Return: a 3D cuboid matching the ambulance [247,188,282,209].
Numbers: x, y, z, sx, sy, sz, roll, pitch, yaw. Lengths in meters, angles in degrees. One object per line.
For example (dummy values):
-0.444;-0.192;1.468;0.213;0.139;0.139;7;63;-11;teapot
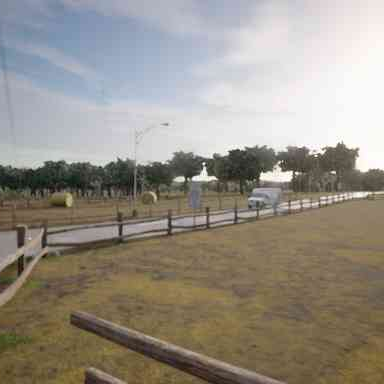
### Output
9.061;0.791;41.453;2.351;2.431;6.366;2;2;35;ambulance
